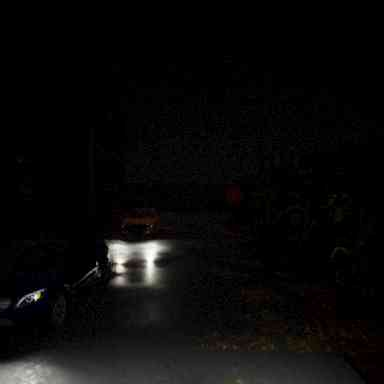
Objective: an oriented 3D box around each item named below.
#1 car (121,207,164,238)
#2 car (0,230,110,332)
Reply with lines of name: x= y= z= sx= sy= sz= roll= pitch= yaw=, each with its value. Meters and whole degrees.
car: x=-2.794 y=1.684 z=19.487 sx=1.882 sy=1.535 sz=5.008 roll=0 pitch=0 yaw=2
car: x=-3.079 y=1.611 z=7.127 sx=1.812 sy=1.442 sz=4.674 roll=0 pitch=-1 yaw=1
